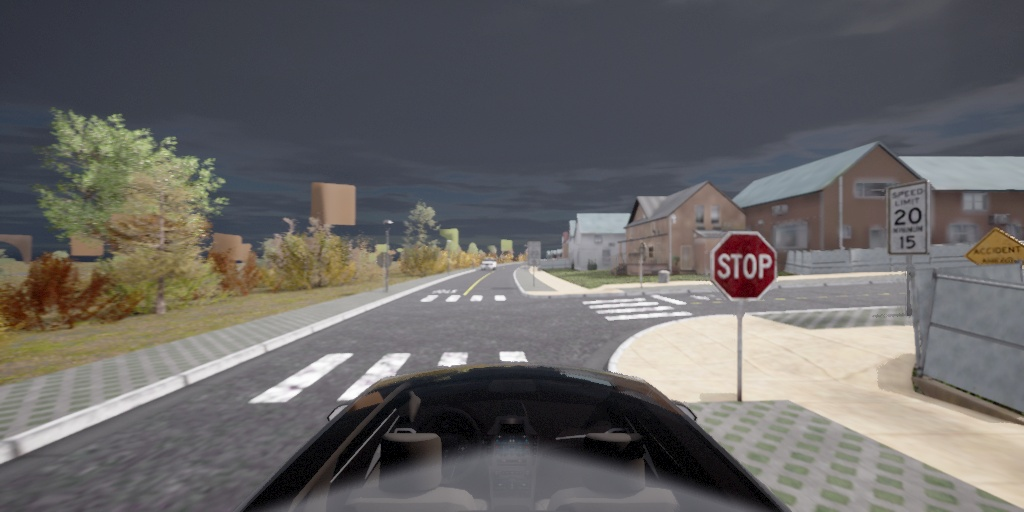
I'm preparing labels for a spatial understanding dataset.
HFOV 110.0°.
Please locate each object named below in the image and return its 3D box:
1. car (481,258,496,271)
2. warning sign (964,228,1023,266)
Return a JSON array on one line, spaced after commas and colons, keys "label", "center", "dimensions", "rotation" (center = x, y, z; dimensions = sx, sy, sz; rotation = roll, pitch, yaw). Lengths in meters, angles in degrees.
[{"label": "car", "center": [-3.891, 1.363, 60.173], "dimensions": [2.150, 2.045, 5.566], "rotation": [0, -1, 3]}, {"label": "warning sign", "center": [11.905, 0.237, 8.693], "dimensions": [1.060, 1.860, 1.300], "rotation": [0, 0, 0]}]
